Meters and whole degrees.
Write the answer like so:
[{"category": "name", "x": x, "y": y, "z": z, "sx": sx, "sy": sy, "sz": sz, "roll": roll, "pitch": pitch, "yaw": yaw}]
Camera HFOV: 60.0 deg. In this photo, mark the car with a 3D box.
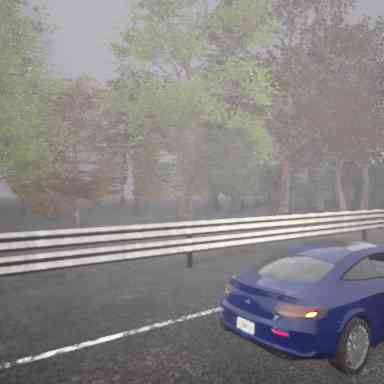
[{"category": "car", "x": 2.556, "y": 1.526, "z": 5.552, "sx": 4.674, "sy": 1.442, "sz": 1.812, "roll": 0, "pitch": 0, "yaw": -35}]
